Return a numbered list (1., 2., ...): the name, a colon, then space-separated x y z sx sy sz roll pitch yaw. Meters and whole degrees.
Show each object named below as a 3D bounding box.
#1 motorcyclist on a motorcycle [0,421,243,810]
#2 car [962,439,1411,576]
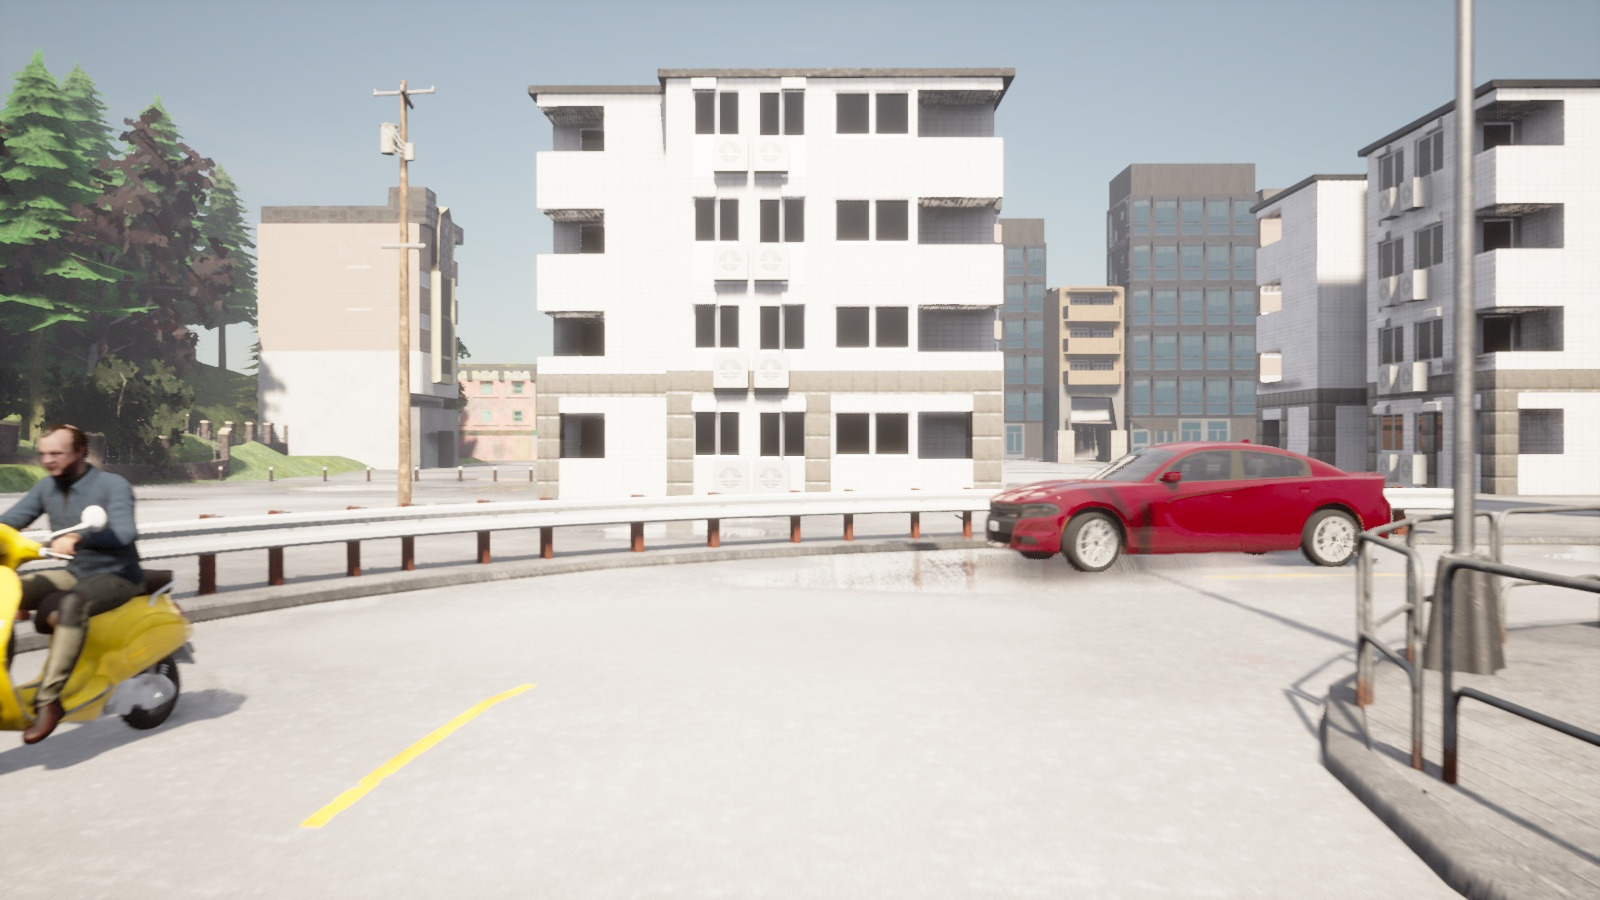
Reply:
1. motorcyclist on a motorcycle: -3.556 0.665 5.814 0.866 1.590 1.817 1 1 12
2. car: 4.698 0.642 15.495 5.008 1.535 1.882 0 0 -12
